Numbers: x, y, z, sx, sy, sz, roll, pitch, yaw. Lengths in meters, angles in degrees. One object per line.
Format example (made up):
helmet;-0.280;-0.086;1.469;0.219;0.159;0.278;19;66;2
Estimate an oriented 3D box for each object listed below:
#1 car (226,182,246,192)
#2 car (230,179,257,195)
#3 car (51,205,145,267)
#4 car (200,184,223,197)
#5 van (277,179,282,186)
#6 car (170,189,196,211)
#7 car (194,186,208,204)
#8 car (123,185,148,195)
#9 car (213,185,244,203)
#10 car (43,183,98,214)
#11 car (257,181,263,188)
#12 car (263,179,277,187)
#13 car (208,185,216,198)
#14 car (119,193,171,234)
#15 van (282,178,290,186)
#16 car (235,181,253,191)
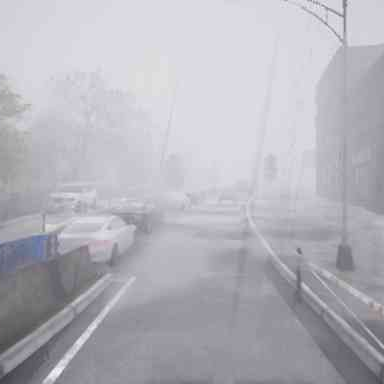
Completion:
car;8.028;-0.945;60.696;2.231;1.521;4.892;-3;2;24
car;7.594;-0.652;48.412;2.150;2.045;5.566;0;3;19
car;-3.119;1.475;11.232;2.002;1.452;4.674;-2;2;2
car;2.783;-0.203;45.556;2.097;1.535;5.008;0;3;16
van;20.985;-2.417;85.519;1.878;1.987;4.442;-2;2;31
car;-1.300;0.714;27.781;2.002;1.452;4.674;-1;2;10
car;-0.131;0.386;33.895;2.097;1.535;5.008;0;3;12
car;-6.897;-0.114;40.801;1.994;1.385;4.181;0;3;10
car;3.936;0.328;35.188;2.033;1.411;5.357;0;3;14
car;-8.483;0.383;23.807;2.150;2.045;5.566;0;3;1
car;12.646;-1.716;70.892;2.435;2.045;5.566;-3;2;26
car;18.095;-1.968;80.835;1.946;1.575;5.366;-2;2;32
car;1.119;0.100;39.459;2.231;1.521;4.892;0;3;15
car;-2.765;1.138;17.356;2.097;1.535;5.008;1;3;8
van;24.114;-2.639;90.152;1.878;1.987;4.442;-2;2;36
car;10.247;-1.205;65.822;2.231;1.521;4.892;-3;2;24
